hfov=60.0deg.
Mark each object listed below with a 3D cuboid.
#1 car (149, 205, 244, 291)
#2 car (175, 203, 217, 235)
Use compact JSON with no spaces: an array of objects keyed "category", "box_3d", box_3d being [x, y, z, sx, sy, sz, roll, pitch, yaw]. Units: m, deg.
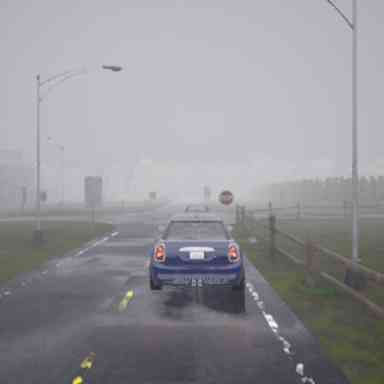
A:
[{"category":"car","box_3d":[0.102,1.353,9.142,2.097,1.767,4.553,0,0,0]},{"category":"car","box_3d":[0.404,1.494,19.856,2.128,1.511,4.902,0,0,5]}]
